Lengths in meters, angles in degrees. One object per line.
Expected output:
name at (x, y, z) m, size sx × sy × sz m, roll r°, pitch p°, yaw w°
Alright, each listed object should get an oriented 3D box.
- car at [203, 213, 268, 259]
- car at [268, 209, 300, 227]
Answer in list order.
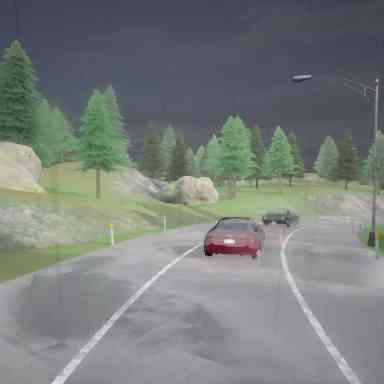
car at (1.763, 1.643, 13.049) m, size 1.994 × 1.385 × 4.181 m, roll 1°, pitch -1°, yaw 15°
car at (6.979, 1.962, 25.651) m, size 1.895 × 1.301 × 4.718 m, roll 1°, pitch -1°, yaw 30°
